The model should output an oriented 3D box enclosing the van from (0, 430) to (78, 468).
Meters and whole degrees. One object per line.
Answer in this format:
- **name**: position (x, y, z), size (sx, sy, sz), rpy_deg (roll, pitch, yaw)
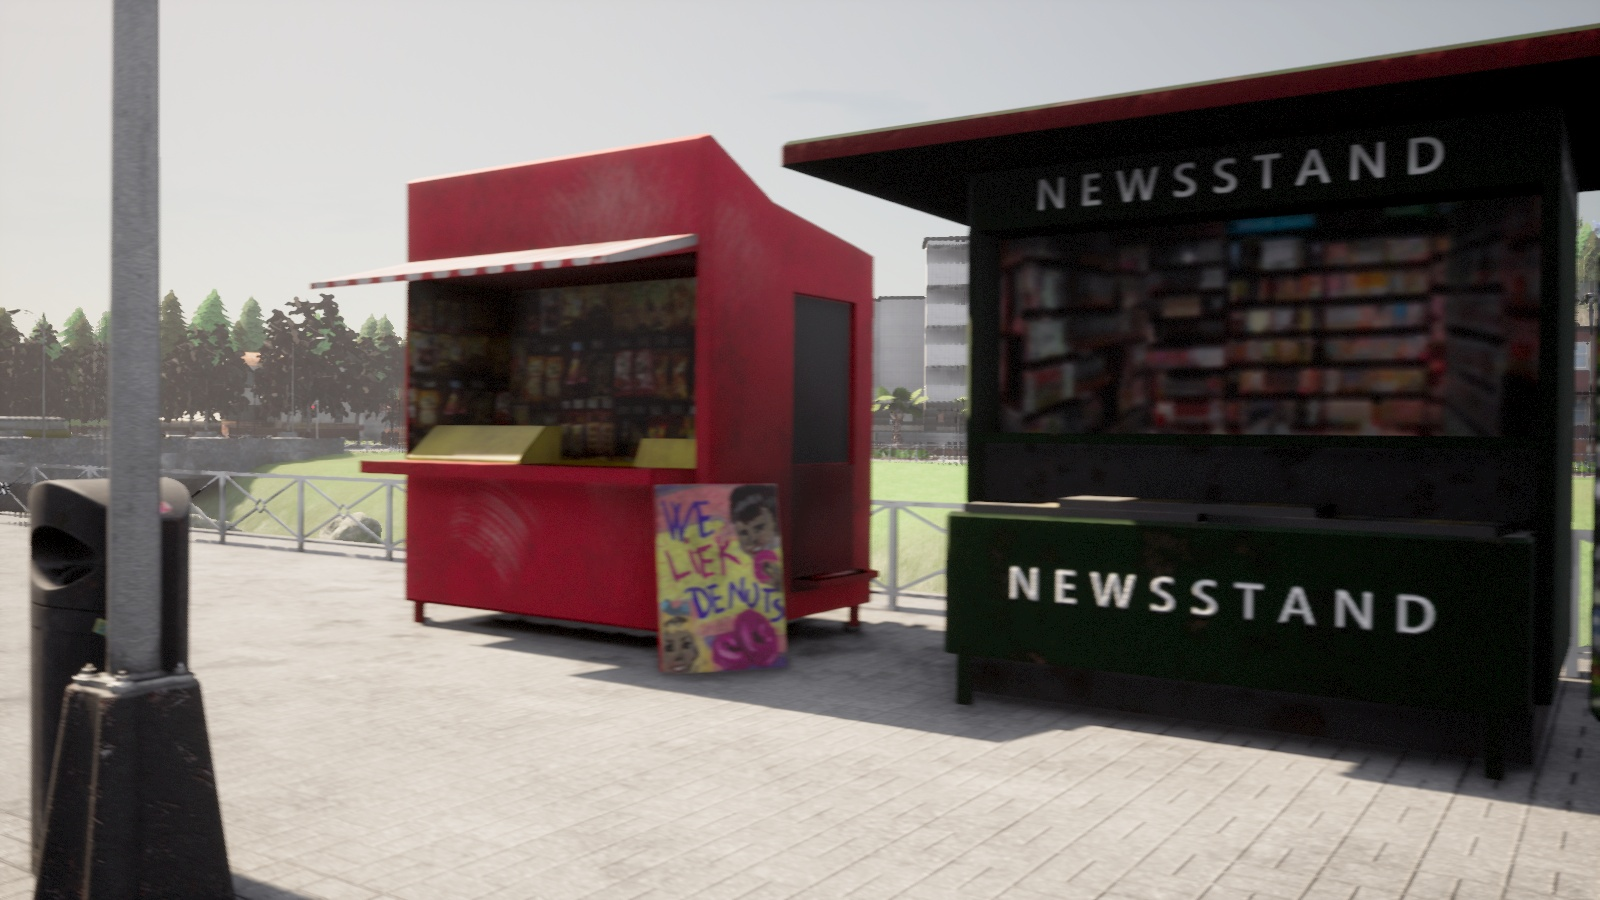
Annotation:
- **van**: position (-42.226, -0.070, 68.606), size (1.775, 1.987, 4.442), rpy_deg (0, 1, 34)
